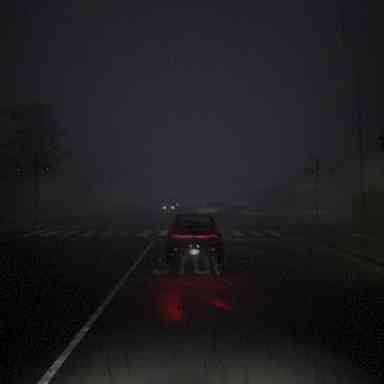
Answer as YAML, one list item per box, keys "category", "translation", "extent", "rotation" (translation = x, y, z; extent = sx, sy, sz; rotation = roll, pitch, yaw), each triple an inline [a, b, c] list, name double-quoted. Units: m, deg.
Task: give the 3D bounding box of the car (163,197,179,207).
- category: "car"
  translation: [-3.536, 1.609, 54.051]
  extent: [2.033, 1.411, 5.357]
  rotation: [0, 0, 1]

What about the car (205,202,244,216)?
- category: "car"
  translation: [2.746, 1.569, 30.385]
  extent: [1.895, 1.301, 4.718]
  rotation: [-1, 0, 43]

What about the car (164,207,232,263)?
- category: "car"
  translation: [0.084, 1.506, 11.956]
  extent: [2.128, 1.511, 4.902]
  rotation: [0, 0, 0]

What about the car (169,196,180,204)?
- category: "car"
  translation: [-3.498, 1.624, 66.729]
  extent: [2.033, 1.411, 5.357]
  rotation: [0, 0, 0]
